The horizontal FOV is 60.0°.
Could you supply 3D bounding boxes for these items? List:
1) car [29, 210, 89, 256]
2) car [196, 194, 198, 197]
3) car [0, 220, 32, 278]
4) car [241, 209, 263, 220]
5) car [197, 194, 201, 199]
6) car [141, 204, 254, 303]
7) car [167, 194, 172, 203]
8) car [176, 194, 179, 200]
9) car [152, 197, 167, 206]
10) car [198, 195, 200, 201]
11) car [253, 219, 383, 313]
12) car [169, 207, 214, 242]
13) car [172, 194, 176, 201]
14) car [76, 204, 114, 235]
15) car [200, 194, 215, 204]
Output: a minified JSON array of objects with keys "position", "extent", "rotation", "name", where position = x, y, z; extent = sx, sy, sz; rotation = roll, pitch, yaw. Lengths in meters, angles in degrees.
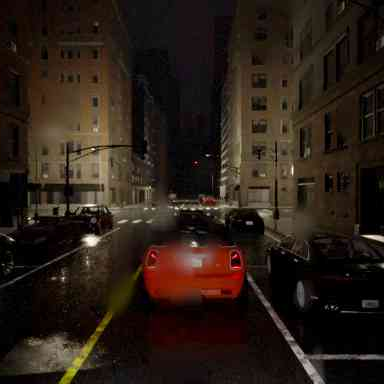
[{"position":[-5.683,1.583,12.983],"extent":[1.802,1.307,4.206],"rotation":[0,0,0],"name":"car"},{"position":[2.855,1.566,88.037],"extent":[1.967,1.590,4.097],"rotation":[0,0,0],"name":"car"},{"position":[-5.677,1.566,7.481],"extent":[1.947,1.339,4.313],"rotation":[0,0,0],"name":"car"},{"position":[2.837,1.568,18.493],"extent":[1.947,1.339,4.313],"rotation":[0,0,0],"name":"car"},{"position":[2.847,1.528,77.219],"extent":[1.967,1.590,4.097],"rotation":[0,0,0],"name":"car"},{"position":[0.054,1.352,8.352],"extent":[2.097,1.767,4.553],"rotation":[0,0,0],"name":"car"},{"position":[-5.685,1.610,66.404],"extent":[2.008,1.369,4.403],"rotation":[0,0,0],"name":"car"},{"position":[-5.666,1.462,93.448],"extent":[2.192,1.841,5.009],"rotation":[0,0,0],"name":"car"},{"position":[-5.693,1.621,55.587],"extent":[1.802,1.307,4.206],"rotation":[0,0,0],"name":"car"},{"position":[2.840,1.610,66.401],"extent":[2.008,1.369,4.403],"rotation":[0,0,0],"name":"car"},{"position":[2.848,1.551,7.490],"extent":[2.008,1.369,4.403],"rotation":[0,0,0],"name":"car"},{"position":[-0.014,1.565,17.006],"extent":[1.994,1.385,4.181],"rotation":[0,0,0],"name":"car"},{"position":[-5.673,1.631,82.460],"extent":[1.752,1.417,4.829],"rotation":[0,0,0],"name":"car"},{"position":[-5.689,1.442,18.484],"extent":[1.967,1.590,4.097],"rotation":[0,0,0],"name":"car"},{"position":[2.831,1.479,55.583],"extent":[1.967,1.590,4.097],"rotation":[0,0,0],"name":"car"}]
